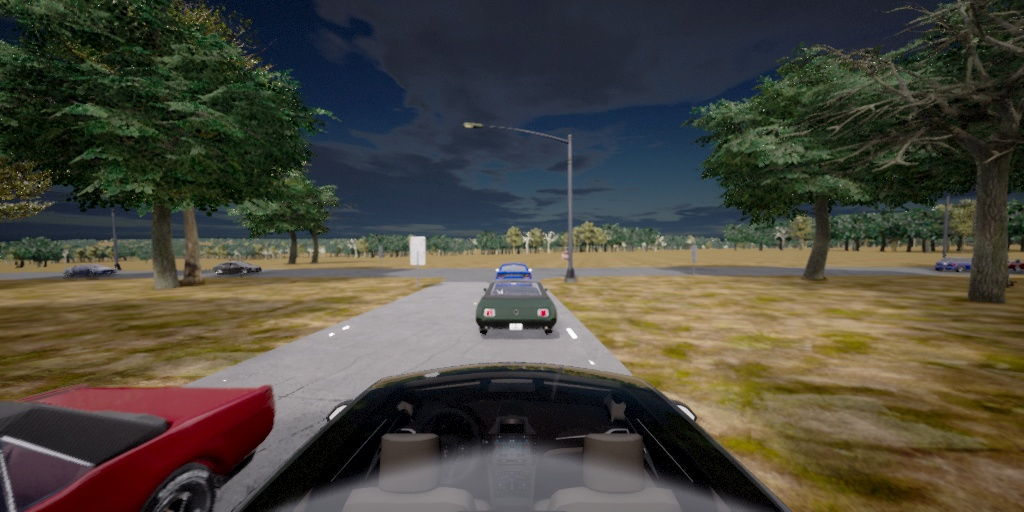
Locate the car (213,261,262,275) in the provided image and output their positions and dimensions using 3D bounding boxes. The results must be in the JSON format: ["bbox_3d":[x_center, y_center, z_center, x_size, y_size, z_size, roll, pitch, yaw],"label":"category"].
[{"bbox_3d":[-30.742,1.330,40.240,4.892,1.490,1.837,-1,3,5],"label":"car"}]

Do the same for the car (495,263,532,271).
[{"bbox_3d":[0.099,1.116,19.694,1.882,1.535,5.008,0,0,0],"label":"car"}]

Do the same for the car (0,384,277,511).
[{"bbox_3d":[-3.001,1.356,0.898,1.895,1.301,4.718,0,0,0],"label":"car"}]

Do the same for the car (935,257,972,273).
[{"bbox_3d":[50.691,0.916,40.383,4.553,1.767,2.097,0,3,-5],"label":"car"}]

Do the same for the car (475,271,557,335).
[{"bbox_3d":[0.104,1.295,10.296,1.895,1.301,4.718,0,0,0],"label":"car"}]
